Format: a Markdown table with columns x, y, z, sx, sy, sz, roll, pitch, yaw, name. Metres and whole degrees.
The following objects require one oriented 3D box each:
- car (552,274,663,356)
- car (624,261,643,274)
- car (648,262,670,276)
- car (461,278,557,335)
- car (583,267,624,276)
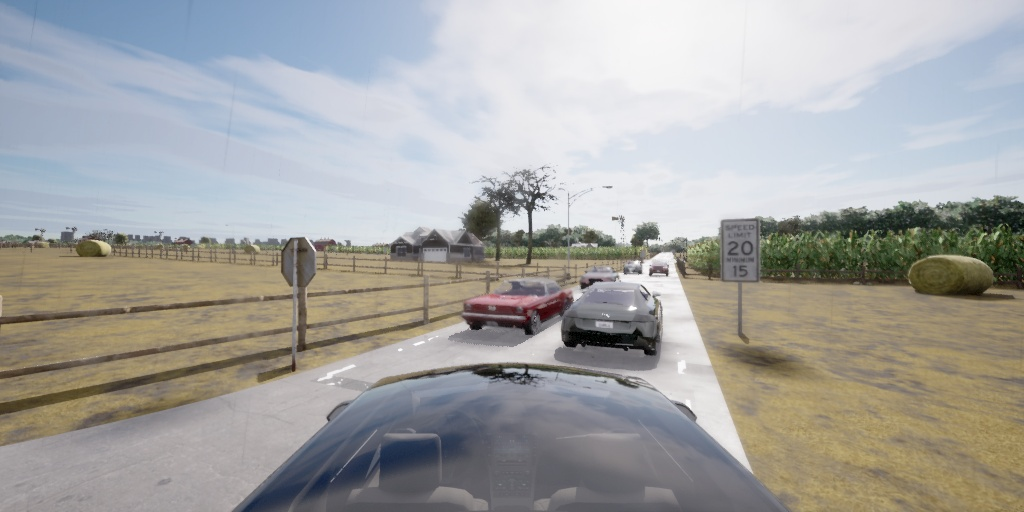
| x | y | z | sx | sy | sz | roll | pitch | yaw | name |
| --- | --- | --- | --- | --- | --- | --- | --- | --- | --- |
| 2.630 | 1.326 | 8.886 | 1.994 | 1.385 | 4.181 | 0 | 0 | 24 | car |
| 14.063 | 1.321 | 41.482 | 2.128 | 1.511 | 4.902 | 0 | 0 | 24 | car |
| 15.517 | 1.341 | 37.850 | 1.812 | 1.442 | 4.674 | 0 | 0 | 24 | car |
| 0.397 | 1.375 | 10.880 | 1.895 | 1.301 | 4.718 | 0 | 0 | 24 | car |
| 5.642 | 1.360 | 22.703 | 1.994 | 1.385 | 4.181 | 0 | 0 | 24 | car |
